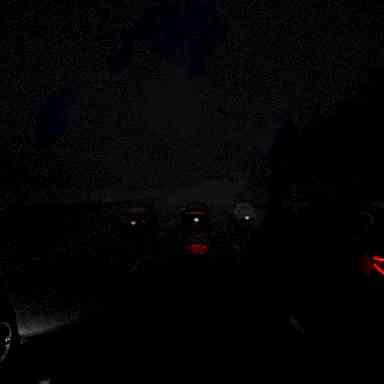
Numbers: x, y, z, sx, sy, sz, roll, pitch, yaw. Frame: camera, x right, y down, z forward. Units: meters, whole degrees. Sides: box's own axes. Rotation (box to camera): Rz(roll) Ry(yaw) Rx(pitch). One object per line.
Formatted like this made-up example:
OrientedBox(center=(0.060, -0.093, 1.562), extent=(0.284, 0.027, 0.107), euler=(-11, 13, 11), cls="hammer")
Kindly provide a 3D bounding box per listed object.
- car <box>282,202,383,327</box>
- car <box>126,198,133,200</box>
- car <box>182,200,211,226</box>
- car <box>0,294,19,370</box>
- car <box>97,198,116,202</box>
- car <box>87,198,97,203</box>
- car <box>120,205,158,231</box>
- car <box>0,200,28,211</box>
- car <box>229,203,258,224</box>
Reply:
OrientedBox(center=(3.627, 1.222, 7.132), extent=(2.150, 2.045, 5.566), euler=(0, 0, 0), cls="car")
OrientedBox(center=(-12.265, 1.909, 65.497), extent=(1.994, 1.385, 4.181), euler=(0, -1, 3), cls="car")
OrientedBox(center=(0.333, 1.543, 23.950), extent=(1.837, 1.490, 4.892), euler=(0, 0, 1), cls="car")
OrientedBox(center=(-3.383, 1.563, 2.904), extent=(1.994, 1.385, 4.181), euler=(0, 0, 0), cls="car")
OrientedBox(center=(-15.885, 1.817, 63.394), extent=(1.882, 1.535, 5.008), euler=(0, -1, 3), cls="car")
OrientedBox(center=(-19.237, 1.903, 66.078), extent=(1.994, 1.385, 4.181), euler=(0, -1, 3), cls="car")
OrientedBox(center=(-3.223, 1.551, 20.779), extent=(1.812, 1.442, 4.674), euler=(0, 0, 1), cls="car")
OrientedBox(center=(-13.857, 1.387, 24.300), extent=(2.097, 1.767, 4.553), euler=(0, 0, 1), cls="car")
OrientedBox(center=(3.863, 1.570, 25.333), extent=(1.812, 1.442, 4.674), euler=(0, 0, 1), cls="car")
